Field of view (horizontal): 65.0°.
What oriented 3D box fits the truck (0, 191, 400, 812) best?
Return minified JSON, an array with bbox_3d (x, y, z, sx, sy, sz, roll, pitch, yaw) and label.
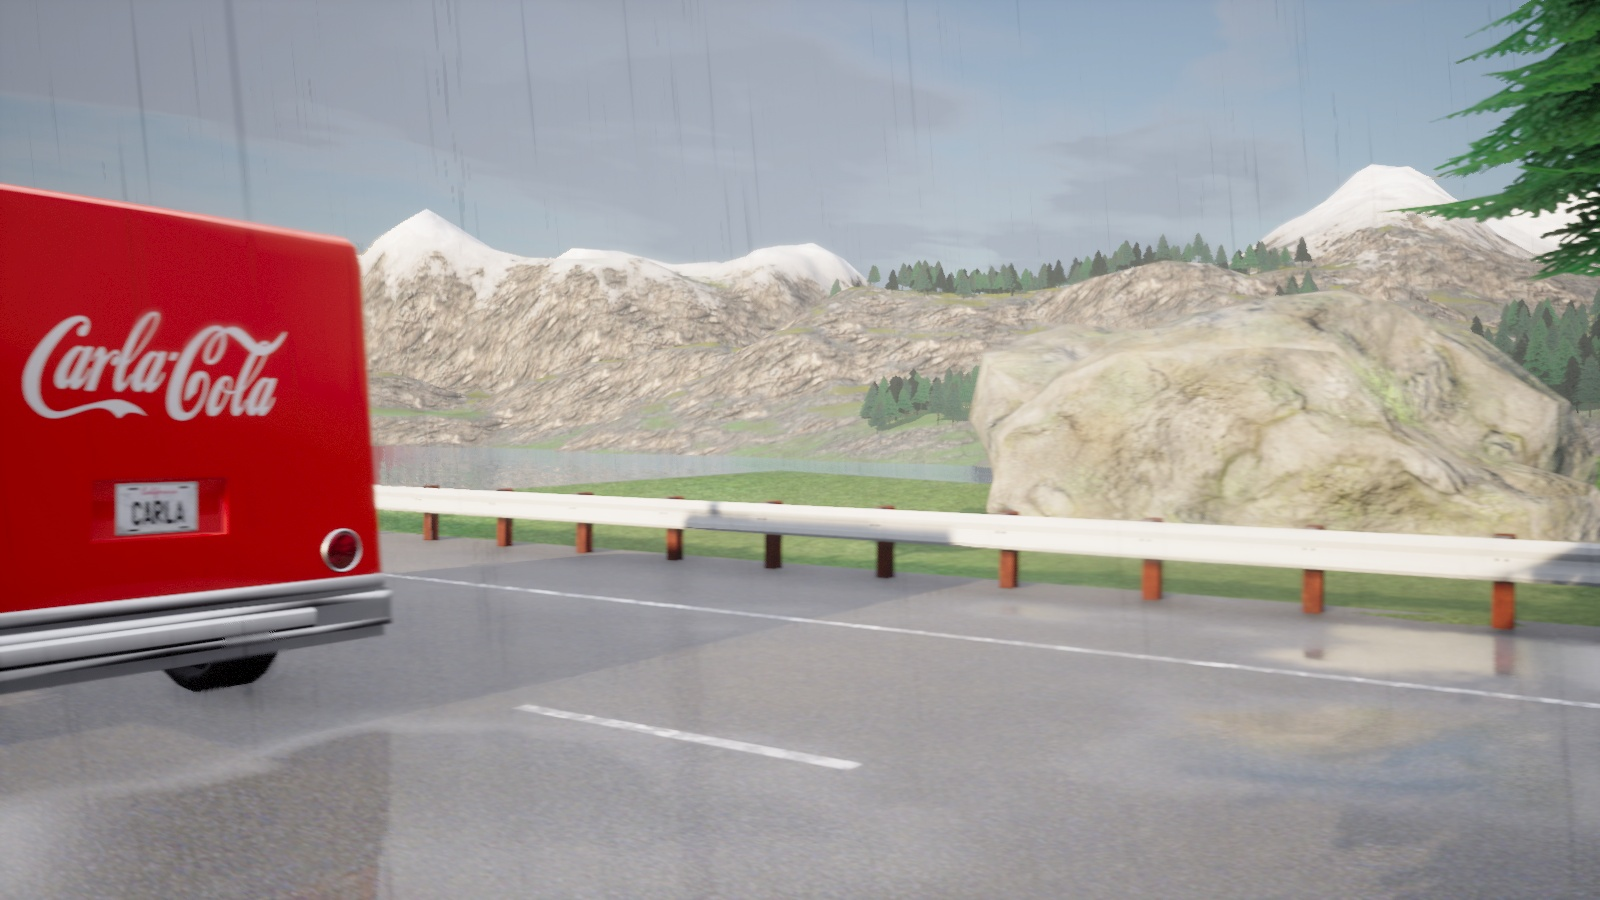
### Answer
[{"bbox_3d":[-5.013,0.195,6.944,5.204,2.467,2.627,0,1,34],"label":"truck"}]
